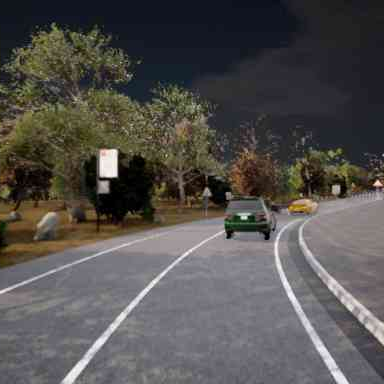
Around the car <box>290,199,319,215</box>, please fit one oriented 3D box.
[{"bbox_3d":[11.621,1.484,34.318,1.882,1.535,5.008,-4,-2,34],"label":"car"}]

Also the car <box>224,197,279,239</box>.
[{"bbox_3d":[3.224,1.271,17.804,2.150,2.045,5.566,-2,-1,18],"label":"car"}]

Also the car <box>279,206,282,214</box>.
[{"bbox_3d":[7.778,1.784,34.884,1.895,1.301,4.718,-3,-2,34],"label":"car"}]
